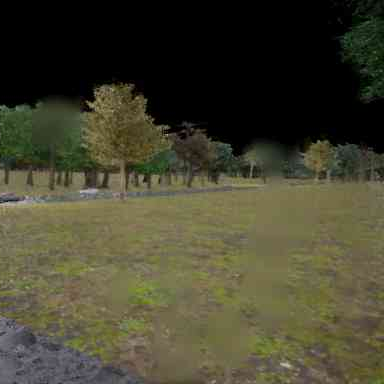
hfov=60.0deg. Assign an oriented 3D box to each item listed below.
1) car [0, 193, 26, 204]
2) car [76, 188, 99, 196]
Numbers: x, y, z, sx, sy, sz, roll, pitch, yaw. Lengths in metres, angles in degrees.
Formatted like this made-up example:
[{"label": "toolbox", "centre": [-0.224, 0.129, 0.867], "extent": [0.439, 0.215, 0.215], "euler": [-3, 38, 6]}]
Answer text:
[{"label": "car", "centre": [-25.789, 0.847, 46.907], "extent": [1.994, 1.385, 4.181], "euler": [4, 4, 35]}, {"label": "car", "centre": [-20.658, -0.111, 66.072], "extent": [1.812, 1.442, 4.674], "euler": [4, 4, 35]}]
